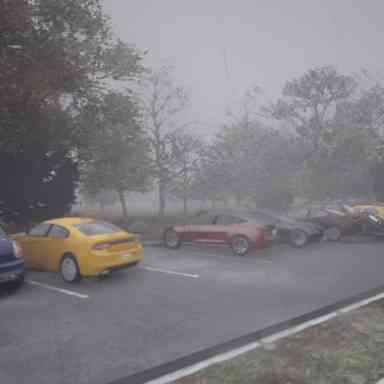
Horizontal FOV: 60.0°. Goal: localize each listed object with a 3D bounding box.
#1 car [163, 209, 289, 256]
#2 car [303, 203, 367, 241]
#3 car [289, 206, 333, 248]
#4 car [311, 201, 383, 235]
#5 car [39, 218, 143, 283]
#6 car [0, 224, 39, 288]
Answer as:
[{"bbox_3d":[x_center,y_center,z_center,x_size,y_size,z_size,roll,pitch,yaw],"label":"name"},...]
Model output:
[{"bbox_3d":[1.051,1.539,13.312,4.792,1.488,2.163,-1,-1,34],"label":"car"},{"bbox_3d":[5.823,1.509,16.848,5.008,1.535,2.097,-1,-1,33],"label":"car"},{"bbox_3d":[3.486,1.538,15.055,4.792,1.488,2.163,-1,-1,33],"label":"car"},{"bbox_3d":[8.146,1.384,18.675,4.553,1.767,2.185,-1,-1,33],"label":"car"},{"bbox_3d":[-3.694,1.509,9.787,5.008,1.535,2.097,-1,-1,34],"label":"car"},{"bbox_3d":[-6.081,1.383,8.043,4.553,1.767,2.185,-1,-1,35],"label":"car"}]
